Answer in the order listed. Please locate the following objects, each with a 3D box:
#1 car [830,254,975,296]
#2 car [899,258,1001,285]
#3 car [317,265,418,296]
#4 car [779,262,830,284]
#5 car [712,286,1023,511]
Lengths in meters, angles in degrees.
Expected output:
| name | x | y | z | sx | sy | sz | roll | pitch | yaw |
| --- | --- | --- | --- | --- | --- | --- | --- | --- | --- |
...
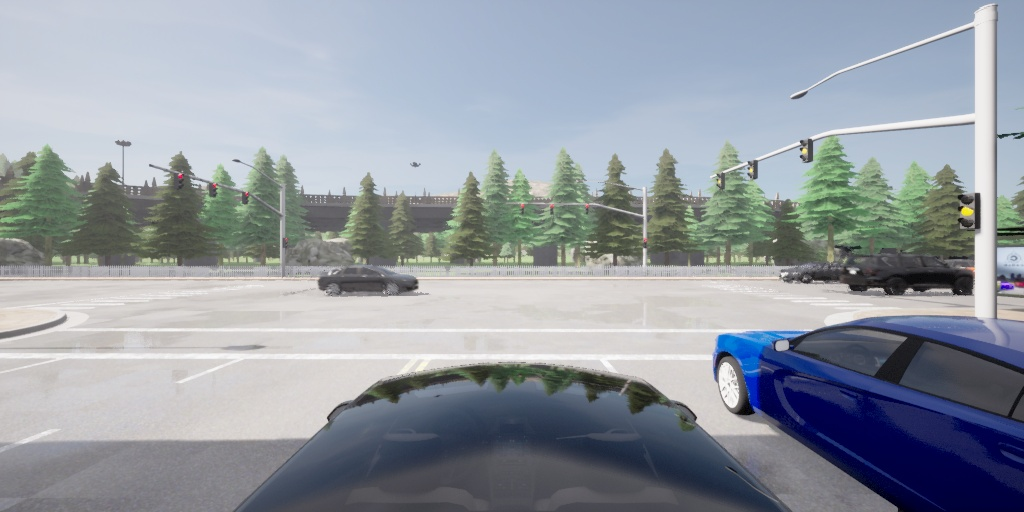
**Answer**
| name | x | y | z | sx | sy | sz | roll | pitch | yaw |
| --- | --- | --- | --- | --- | --- | --- | --- | --- | --- |
| car | 20.117 | 0.916 | 18.324 | 5.566 | 2.045 | 2.150 | 0 | 0 | 0 |
| car | 30.842 | 1.046 | 25.358 | 4.553 | 1.767 | 2.097 | 0 | 0 | 2 |
| car | -7.300 | 1.227 | 18.355 | 4.892 | 1.490 | 1.837 | 0 | 0 | 0 |
| car | 21.751 | 1.186 | 25.510 | 4.902 | 1.511 | 2.128 | 0 | 0 | 0 |
| car | 3.641 | 1.228 | 2.940 | 1.882 | 1.535 | 5.008 | 0 | 0 | 2 |
